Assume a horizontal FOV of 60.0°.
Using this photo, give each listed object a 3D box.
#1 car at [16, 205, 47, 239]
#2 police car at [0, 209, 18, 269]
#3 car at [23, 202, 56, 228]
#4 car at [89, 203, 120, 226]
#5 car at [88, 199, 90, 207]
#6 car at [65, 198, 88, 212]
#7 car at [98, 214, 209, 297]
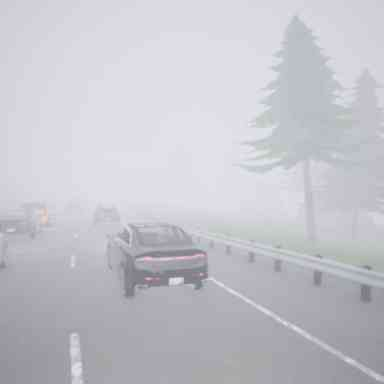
[{"bbox_3d":[-9.095,1.610,17.636,1.812,1.442,4.674,1,-1,-18],"label":"car"},{"bbox_3d":[-5.934,1.452,8.292,1.930,1.638,5.238,1,-1,-20],"label":"police car"},{"bbox_3d":[-10.846,1.471,23.329,2.097,1.767,4.553,1,-1,-16],"label":"car"},{"bbox_3d":[-6.486,1.662,25.200,2.128,1.511,4.902,1,-1,-17],"label":"car"},{"bbox_3d":[-18.497,1.846,57.157,2.128,1.511,4.902,1,-1,-14],"label":"car"},{"bbox_3d":[-14.971,1.608,42.747,2.097,1.767,4.553,1,-1,-14],"label":"car"},{"bbox_3d":[-1.141,1.562,8.880,2.128,1.511,4.902,1,0,-20],"label":"car"}]
